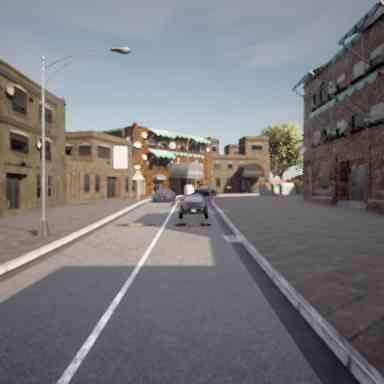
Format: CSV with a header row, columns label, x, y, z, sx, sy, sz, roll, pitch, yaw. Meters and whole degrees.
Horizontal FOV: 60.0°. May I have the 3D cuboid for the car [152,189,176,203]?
label,x,y,z,sx,sy,sz,roll,pitch,yaw
car,-2.824,0.365,34.348,1.994,1.385,4.181,0,3,3

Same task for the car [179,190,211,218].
label,x,y,z,sx,sy,sz,roll,pitch,yaw
car,0.099,0.859,22.536,1.812,1.442,4.674,0,2,0

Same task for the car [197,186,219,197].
label,x,y,z,sx,sy,sz,roll,pitch,yaw
car,1.914,-0.020,41.938,1.882,1.535,5.008,-1,1,21
